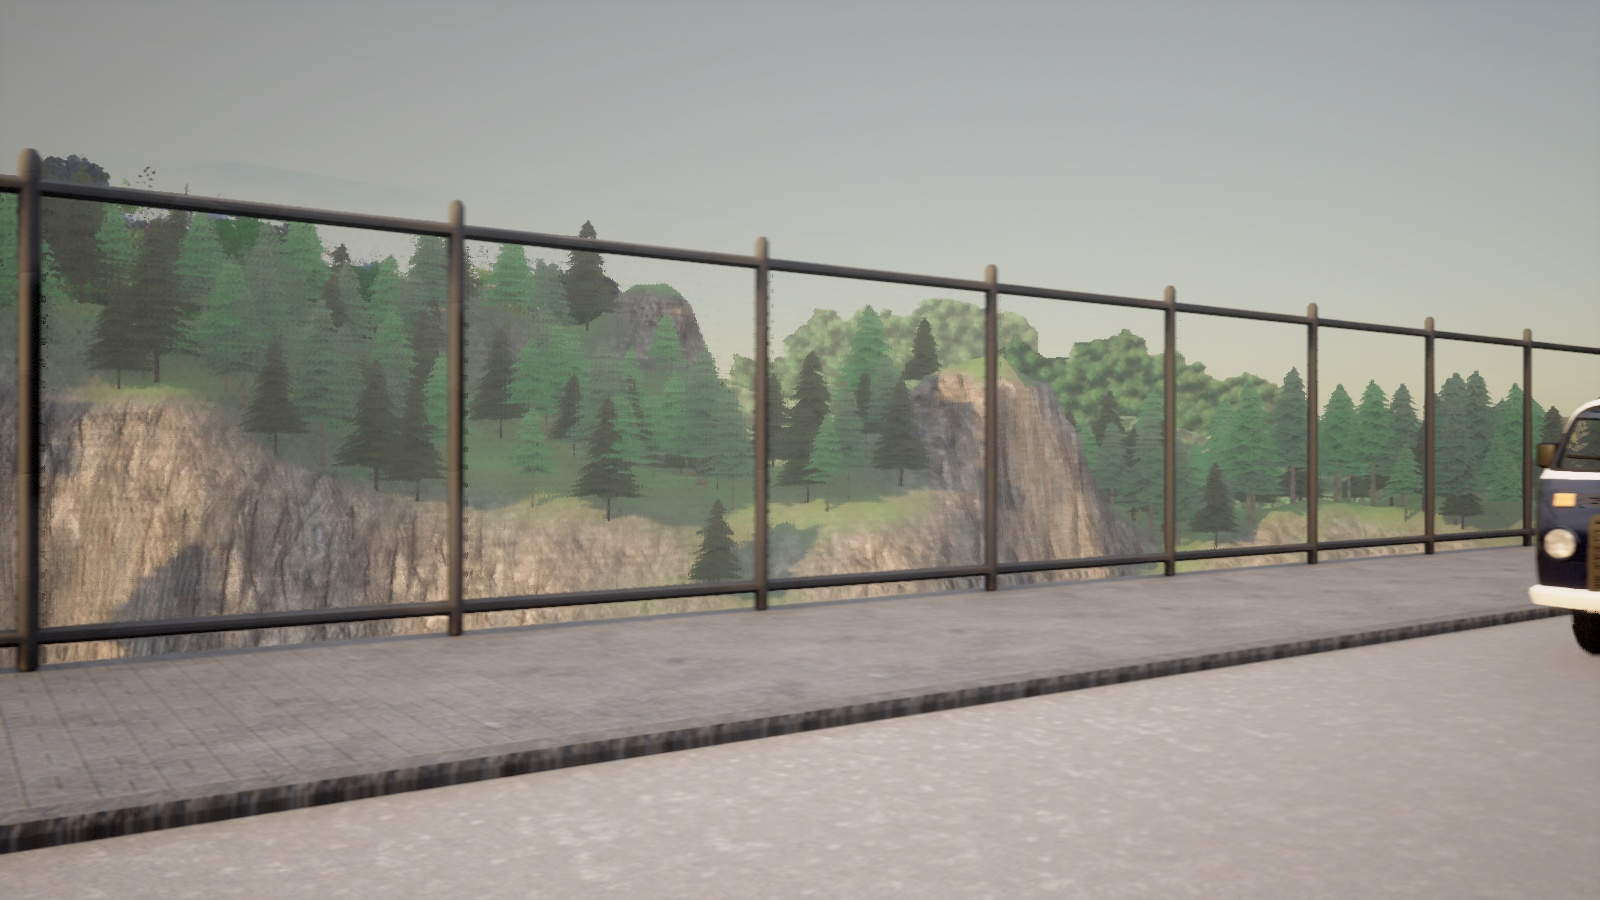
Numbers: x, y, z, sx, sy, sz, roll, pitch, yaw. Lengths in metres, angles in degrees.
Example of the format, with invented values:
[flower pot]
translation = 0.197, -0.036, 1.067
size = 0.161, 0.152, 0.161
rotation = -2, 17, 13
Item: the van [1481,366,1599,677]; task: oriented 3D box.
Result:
[van]
translation = 7.249, 0.477, 9.311
size = 4.480, 2.038, 2.069
rotation = 0, 0, -35
